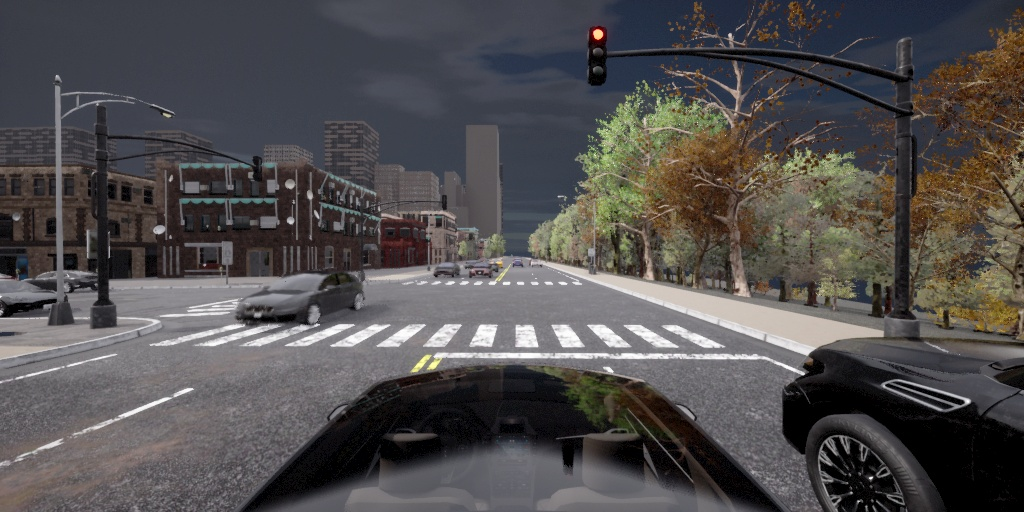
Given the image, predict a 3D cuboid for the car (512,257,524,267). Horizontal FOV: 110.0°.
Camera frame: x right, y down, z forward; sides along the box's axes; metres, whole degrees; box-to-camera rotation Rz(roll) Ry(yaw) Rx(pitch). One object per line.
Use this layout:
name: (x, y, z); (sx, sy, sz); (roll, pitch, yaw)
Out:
car: (1.026, 1.252, 63.751); (1.812, 1.442, 4.674); (0, 0, 1)

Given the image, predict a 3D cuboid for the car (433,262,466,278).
car: (-6.071, 1.286, 34.153); (2.033, 1.411, 5.357); (0, 0, 1)

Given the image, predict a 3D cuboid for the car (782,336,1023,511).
car: (3.321, 0.972, 0.625); (2.150, 2.045, 5.566); (0, 0, 1)

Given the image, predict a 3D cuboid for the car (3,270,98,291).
car: (-27.951, 1.560, 22.324); (4.403, 1.370, 2.007); (0, 0, 1)

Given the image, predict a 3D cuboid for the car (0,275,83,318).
car: (-19.762, 1.565, 13.673); (4.313, 1.339, 1.948); (0, 0, 1)

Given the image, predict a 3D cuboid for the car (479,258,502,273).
car: (-2.646, 1.300, 43.751); (1.994, 1.385, 4.181); (0, 0, 2)

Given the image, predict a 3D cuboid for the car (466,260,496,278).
car: (-2.828, 1.304, 33.669); (1.994, 1.385, 4.181); (0, 0, 1)

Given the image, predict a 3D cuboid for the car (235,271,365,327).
car: (-6.450, 1.254, 11.576); (1.837, 1.490, 4.892); (0, 0, 1)

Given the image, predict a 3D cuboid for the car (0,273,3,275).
car: (-33.486, 1.654, 22.424); (4.207, 1.307, 1.802); (0, 0, 1)

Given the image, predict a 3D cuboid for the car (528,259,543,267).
car: (4.386, 1.327, 64.080); (1.895, 1.301, 4.718); (0, 0, 1)

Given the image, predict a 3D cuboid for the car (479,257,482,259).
car: (-5.762, 1.296, 52.059); (1.994, 1.385, 4.181); (0, 0, 1)
